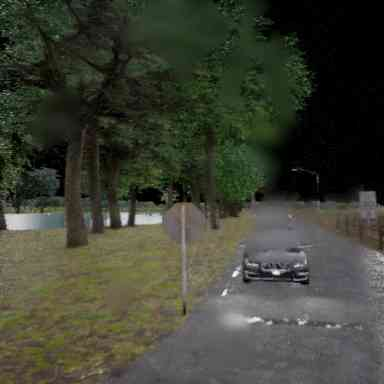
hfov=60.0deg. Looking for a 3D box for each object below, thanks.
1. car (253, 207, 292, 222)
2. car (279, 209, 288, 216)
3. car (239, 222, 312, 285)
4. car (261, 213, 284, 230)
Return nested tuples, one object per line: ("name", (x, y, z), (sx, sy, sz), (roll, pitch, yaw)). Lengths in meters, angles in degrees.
("car", (5.363, 2.136, 22.080), (2.150, 2.045, 5.566), (-2, -3, 13))
("car", (23.304, 5.214, 85.018), (1.882, 1.535, 5.008), (-2, -3, 13))
("car", (2.754, 1.961, 11.080), (1.837, 1.490, 4.892), (-2, -3, 13))
("car", (8.282, 2.985, 34.224), (2.033, 1.411, 5.357), (-2, -3, 13))
